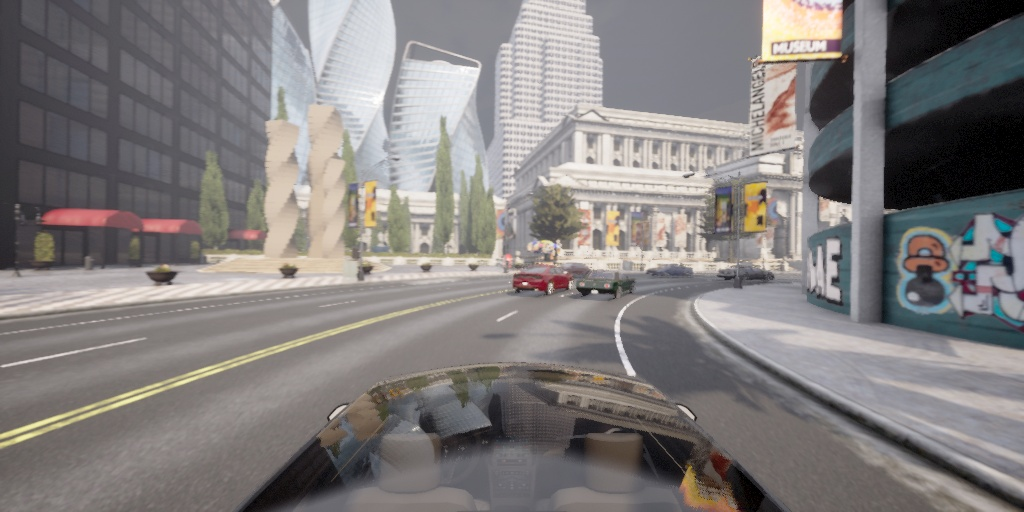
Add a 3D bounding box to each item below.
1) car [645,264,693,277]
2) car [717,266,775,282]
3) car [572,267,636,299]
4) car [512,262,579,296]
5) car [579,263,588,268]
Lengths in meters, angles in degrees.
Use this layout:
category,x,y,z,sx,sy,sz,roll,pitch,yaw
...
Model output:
category,x,y,z,sx,sy,sz,roll,pitch,yaw
car,16.822,1.520,38.197,5.357,1.411,2.033,1,0,-24
car,21.179,1.595,32.468,5.357,1.411,2.033,1,0,-21
car,5.032,1.410,18.638,1.895,1.301,4.718,1,0,32
car,1.835,1.234,19.853,1.882,1.535,5.008,1,0,29
car,5.727,1.325,35.248,4.674,1.442,1.812,1,0,-39
